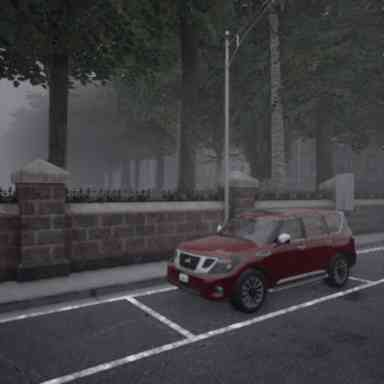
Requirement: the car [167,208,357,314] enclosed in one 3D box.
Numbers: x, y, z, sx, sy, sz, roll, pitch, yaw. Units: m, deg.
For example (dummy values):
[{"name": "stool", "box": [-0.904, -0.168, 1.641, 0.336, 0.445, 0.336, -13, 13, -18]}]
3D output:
[{"name": "car", "box": [1.888, 1.352, 7.881, 5.009, 1.841, 2.192, 0, 0, -35]}]
